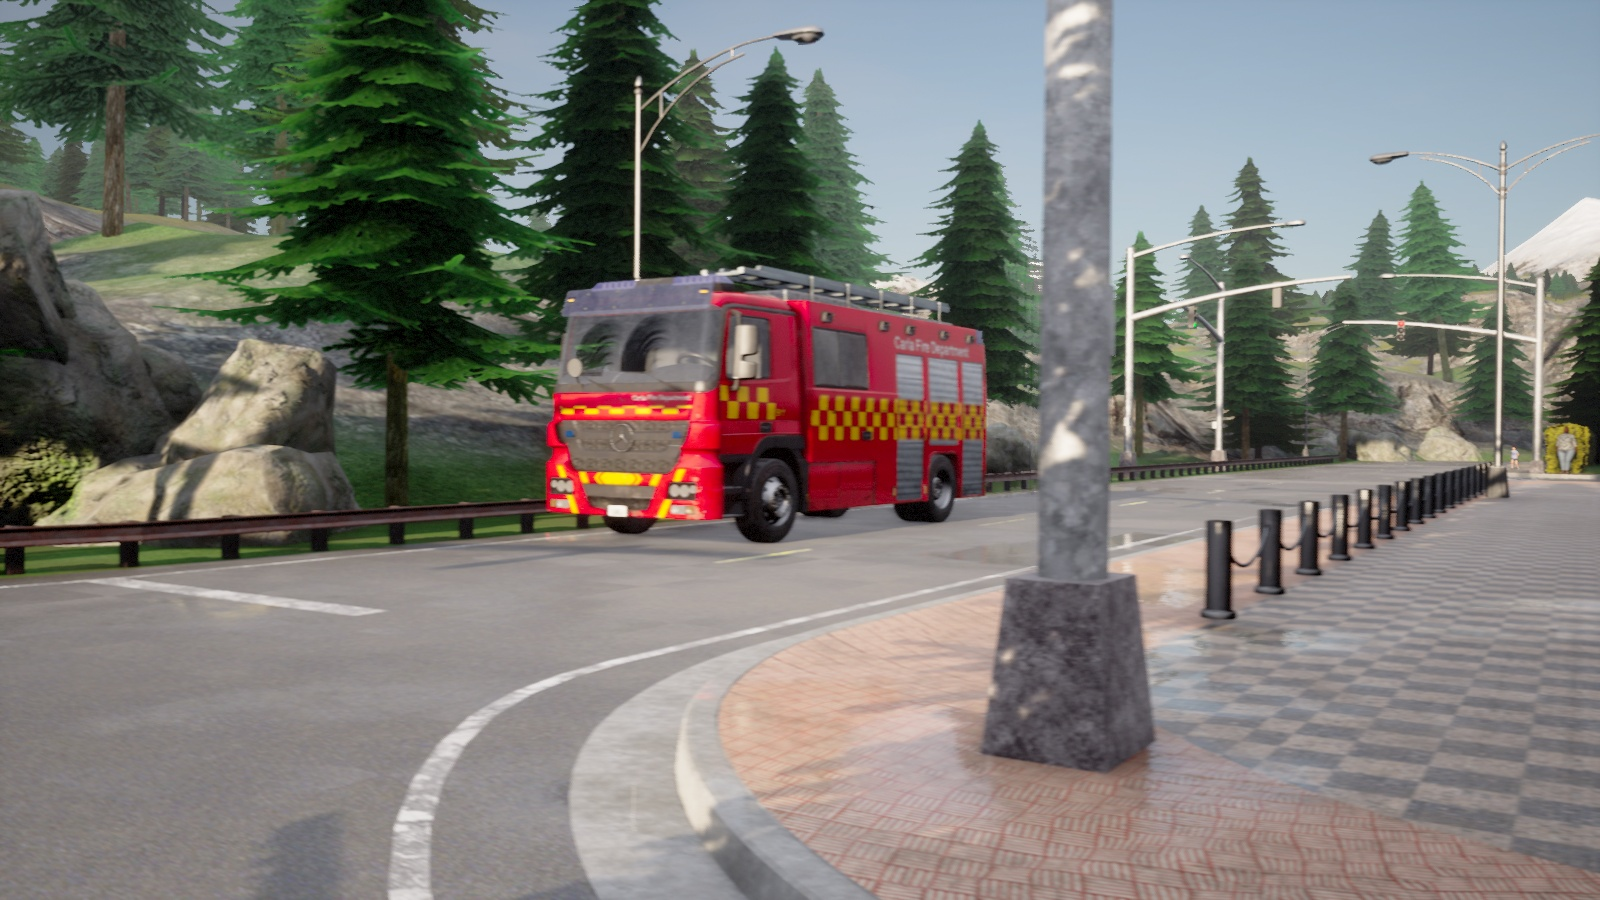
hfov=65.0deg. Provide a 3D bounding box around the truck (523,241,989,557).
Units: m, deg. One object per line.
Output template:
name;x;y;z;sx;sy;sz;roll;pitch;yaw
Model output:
truck;-0.166;-0.684;19.563;2.891;3.827;8.468;0;1;33

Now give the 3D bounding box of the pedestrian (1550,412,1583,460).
pedestrian;29.892;-0.547;48.980;0.900;1.855;0.874;-1;1;-43
